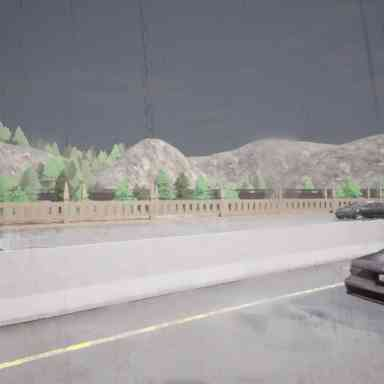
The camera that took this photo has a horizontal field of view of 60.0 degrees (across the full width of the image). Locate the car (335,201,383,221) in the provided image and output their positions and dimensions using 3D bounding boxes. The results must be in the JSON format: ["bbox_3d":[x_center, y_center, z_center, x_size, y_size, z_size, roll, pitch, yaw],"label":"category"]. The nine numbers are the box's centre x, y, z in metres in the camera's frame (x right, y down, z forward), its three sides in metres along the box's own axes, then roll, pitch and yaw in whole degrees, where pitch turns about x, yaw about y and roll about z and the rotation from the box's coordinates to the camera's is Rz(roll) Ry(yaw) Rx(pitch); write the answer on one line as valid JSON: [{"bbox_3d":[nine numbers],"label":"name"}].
[{"bbox_3d":[13.574,1.507,26.209,4.892,1.490,1.837,0,0,-20],"label":"car"}]

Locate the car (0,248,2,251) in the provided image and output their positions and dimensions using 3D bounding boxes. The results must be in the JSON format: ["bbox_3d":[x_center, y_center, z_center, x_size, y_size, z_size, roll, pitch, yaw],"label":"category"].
[{"bbox_3d":[-7.053,1.504,7.405,4.892,1.490,1.837,0,0,-35],"label":"car"}]

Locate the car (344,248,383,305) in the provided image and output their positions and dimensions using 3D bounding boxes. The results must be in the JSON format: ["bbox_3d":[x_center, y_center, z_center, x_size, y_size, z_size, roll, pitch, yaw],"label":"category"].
[{"bbox_3d":[5.560,1.548,6.968,5.357,1.411,2.033,0,0,-29],"label":"car"}]
